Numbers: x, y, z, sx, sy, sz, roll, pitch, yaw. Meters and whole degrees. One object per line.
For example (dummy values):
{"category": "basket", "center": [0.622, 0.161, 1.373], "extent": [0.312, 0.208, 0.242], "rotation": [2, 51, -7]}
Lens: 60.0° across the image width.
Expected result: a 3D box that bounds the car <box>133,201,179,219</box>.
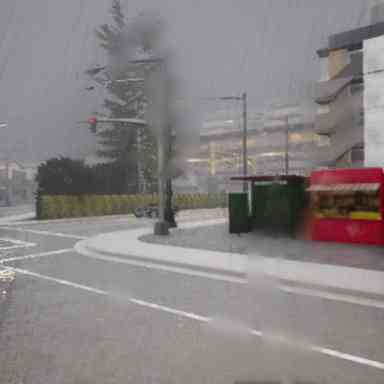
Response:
{"category": "car", "center": [-3.139, 1.591, 29.919], "extent": [1.837, 1.490, 4.892], "rotation": [-1, 0, 36]}
